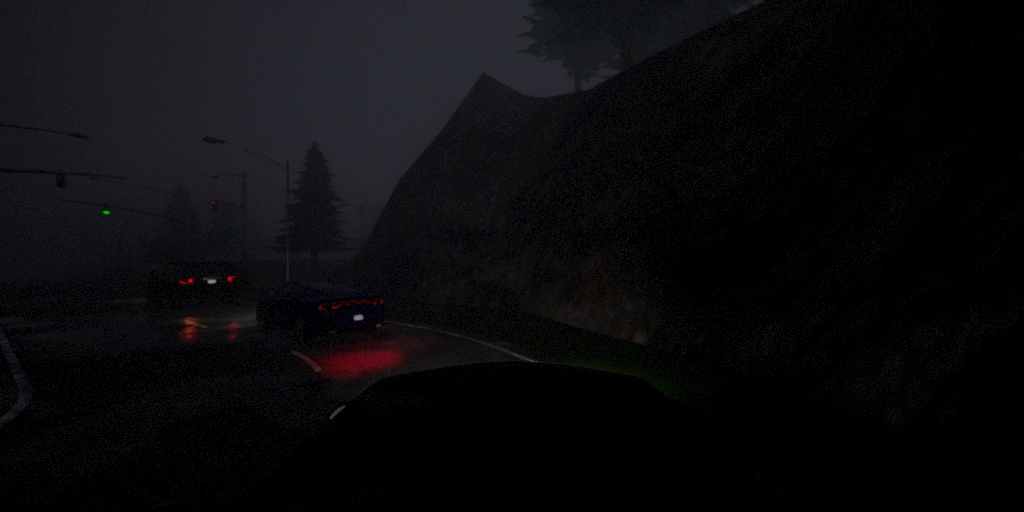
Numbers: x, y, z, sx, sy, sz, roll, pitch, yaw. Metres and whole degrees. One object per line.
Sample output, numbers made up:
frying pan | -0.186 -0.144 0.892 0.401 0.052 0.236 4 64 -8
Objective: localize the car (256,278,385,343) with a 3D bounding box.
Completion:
car | -5.604 1.366 10.292 5.008 1.535 1.882 -1 -1 40

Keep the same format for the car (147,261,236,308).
car | -15.406 1.258 17.207 5.566 2.045 2.150 -1 -1 33
